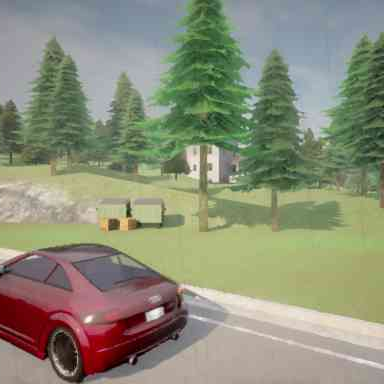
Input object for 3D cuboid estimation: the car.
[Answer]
[{"bbox_3d":[-2.108,1.563,5.494,4.181,1.385,1.994,0,0,35],"label":"car"}]
